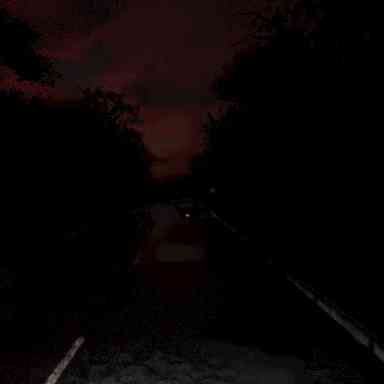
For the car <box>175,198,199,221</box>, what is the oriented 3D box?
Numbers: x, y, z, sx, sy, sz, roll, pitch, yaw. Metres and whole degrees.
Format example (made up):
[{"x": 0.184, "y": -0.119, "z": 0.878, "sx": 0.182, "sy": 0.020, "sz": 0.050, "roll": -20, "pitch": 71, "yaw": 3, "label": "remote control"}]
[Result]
[{"x": -0.381, "y": 1.513, "z": 26.615, "sx": 1.812, "sy": 1.442, "sz": 4.674, "roll": 0, "pitch": 0, "yaw": -1, "label": "car"}]

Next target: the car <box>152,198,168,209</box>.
[{"x": -4.165, "y": 1.530, "z": 44.294, "sx": 2.033, "sy": 1.411, "sz": 5.357, "roll": 0, "pitch": 0, "yaw": -1, "label": "car"}]
